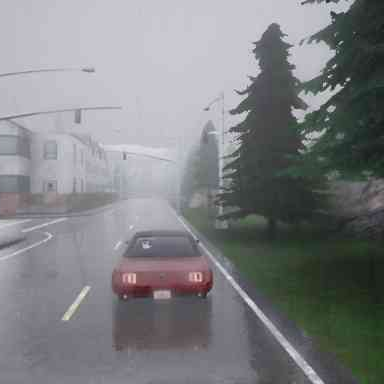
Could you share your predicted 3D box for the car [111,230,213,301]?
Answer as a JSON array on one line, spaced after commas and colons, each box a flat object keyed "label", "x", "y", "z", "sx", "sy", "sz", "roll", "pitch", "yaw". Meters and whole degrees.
[{"label": "car", "x": -0.726, "y": 1.598, "z": 8.317, "sx": 1.895, "sy": 1.301, "sz": 4.718, "roll": 0, "pitch": 0, "yaw": -5}]
